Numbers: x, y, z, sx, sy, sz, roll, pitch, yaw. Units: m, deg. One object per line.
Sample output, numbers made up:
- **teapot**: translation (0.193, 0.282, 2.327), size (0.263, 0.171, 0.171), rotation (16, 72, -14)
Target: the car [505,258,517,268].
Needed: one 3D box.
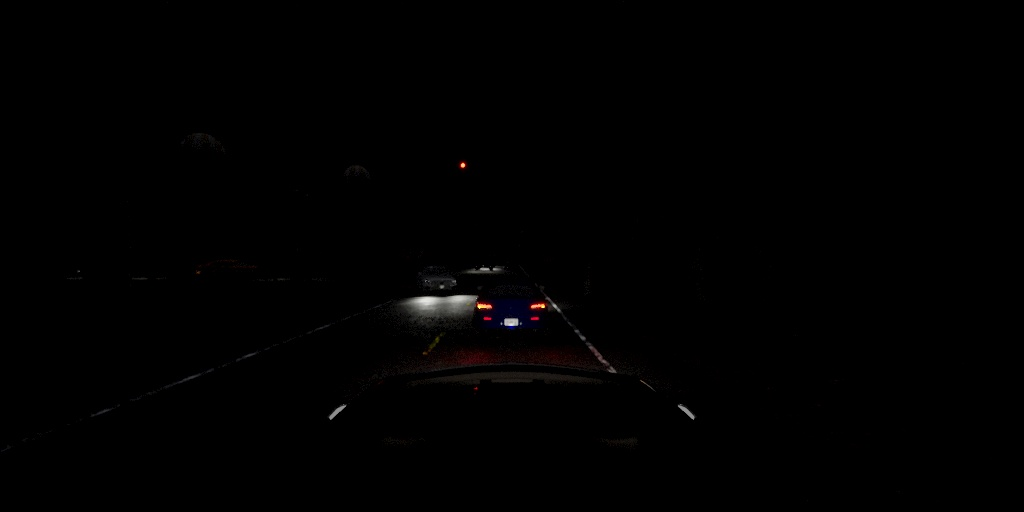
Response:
- **car**: translation (-0.119, 1.229, 60.756), size (1.994, 1.385, 4.181), rotation (0, 0, 0)

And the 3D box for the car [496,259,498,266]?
- **car**: translation (-3.787, 1.270, 59.555), size (1.895, 1.301, 4.718), rotation (0, 0, 0)

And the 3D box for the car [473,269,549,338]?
- **car**: translation (-0.026, 1.270, 10.086), size (1.812, 1.442, 4.674), rotation (0, 0, 0)

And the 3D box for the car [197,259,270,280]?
- **car**: translation (-21.918, 1.023, 28.366), size (5.008, 1.535, 1.882), rotation (0, 0, 0)

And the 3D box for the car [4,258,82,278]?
- **car**: translation (-36.575, 0.895, 28.234), size (4.902, 1.511, 2.128), rotation (1, 0, 0)

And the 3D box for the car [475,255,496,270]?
- **car**: translation (-3.770, 0.910, 49.782), size (2.150, 2.045, 5.566), rotation (0, 0, 0)

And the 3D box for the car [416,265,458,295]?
- **car**: translation (-4.259, 1.261, 19.997), size (1.812, 1.442, 4.674), rotation (1, 0, -20)
